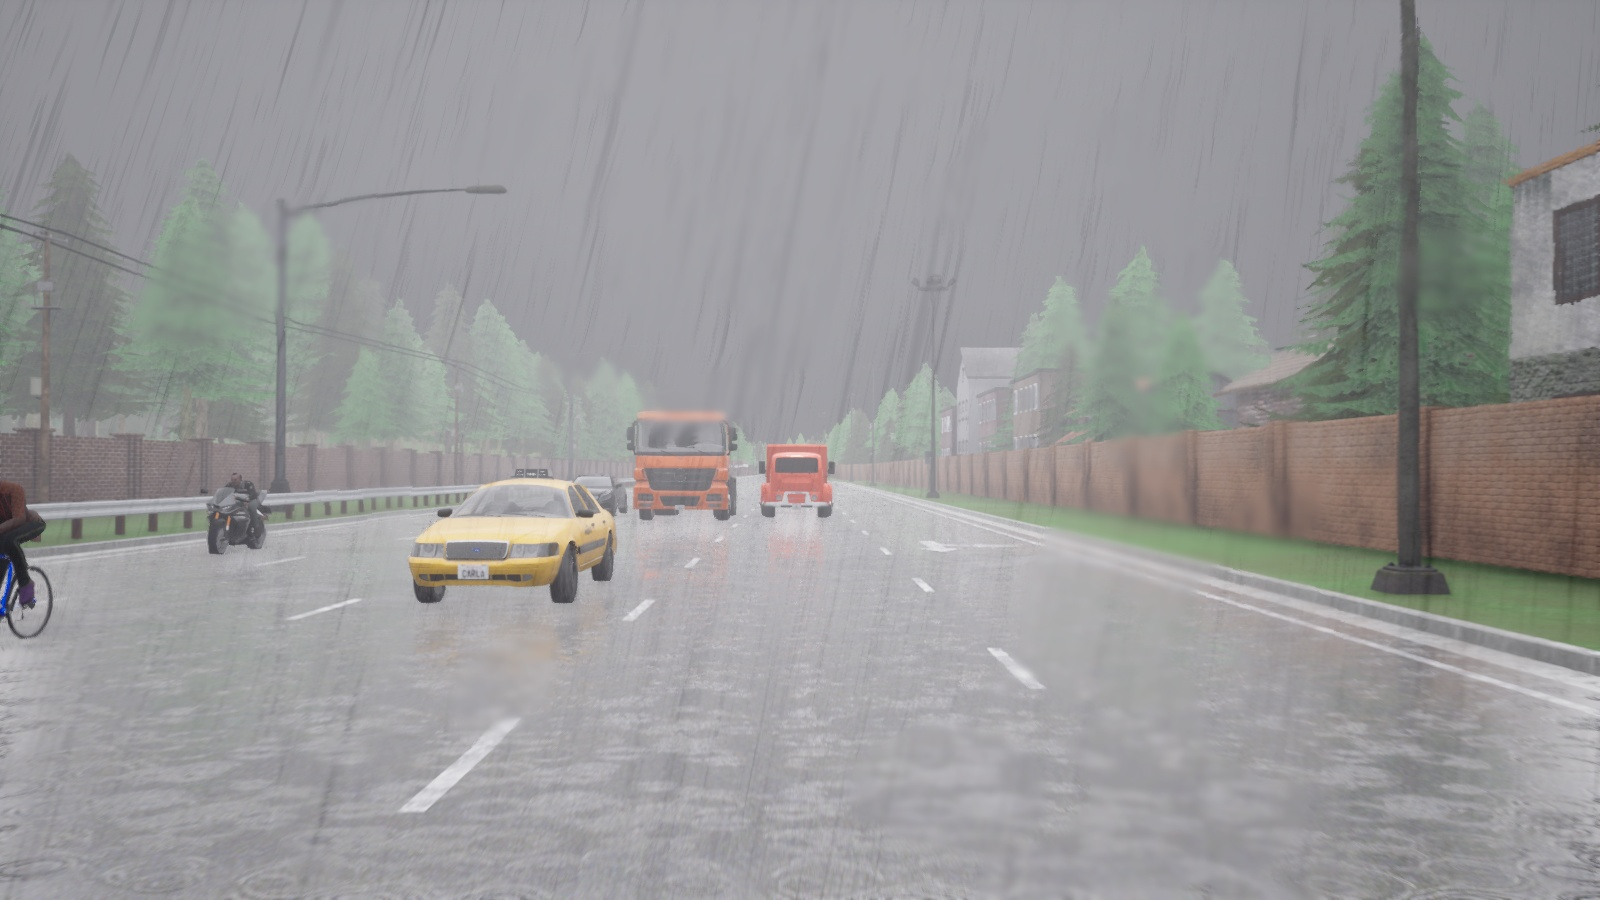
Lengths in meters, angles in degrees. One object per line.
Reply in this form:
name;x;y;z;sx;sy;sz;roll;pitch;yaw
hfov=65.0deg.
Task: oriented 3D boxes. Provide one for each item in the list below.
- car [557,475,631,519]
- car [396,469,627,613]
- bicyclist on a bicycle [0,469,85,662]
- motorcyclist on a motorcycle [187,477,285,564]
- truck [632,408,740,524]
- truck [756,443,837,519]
car;-7.108;1.600;43.662;1.812;1.442;4.674;0;-1;0
car;-3.542;1.044;16.480;1.801;1.575;5.366;0;-1;0
bicyclist on a bicycle;-7.028;0.980;11.001;0.582;1.620;1.656;0;-1;0
motorcyclist on a motorcycle;-10.559;1.287;23.601;0.866;1.530;2.191;0;-1;0
truck;-3.607;0.544;41.656;2.891;3.462;7.936;0;-1;0
truck;-0.110;1.055;43.386;2.627;2.467;5.204;0;-1;0
